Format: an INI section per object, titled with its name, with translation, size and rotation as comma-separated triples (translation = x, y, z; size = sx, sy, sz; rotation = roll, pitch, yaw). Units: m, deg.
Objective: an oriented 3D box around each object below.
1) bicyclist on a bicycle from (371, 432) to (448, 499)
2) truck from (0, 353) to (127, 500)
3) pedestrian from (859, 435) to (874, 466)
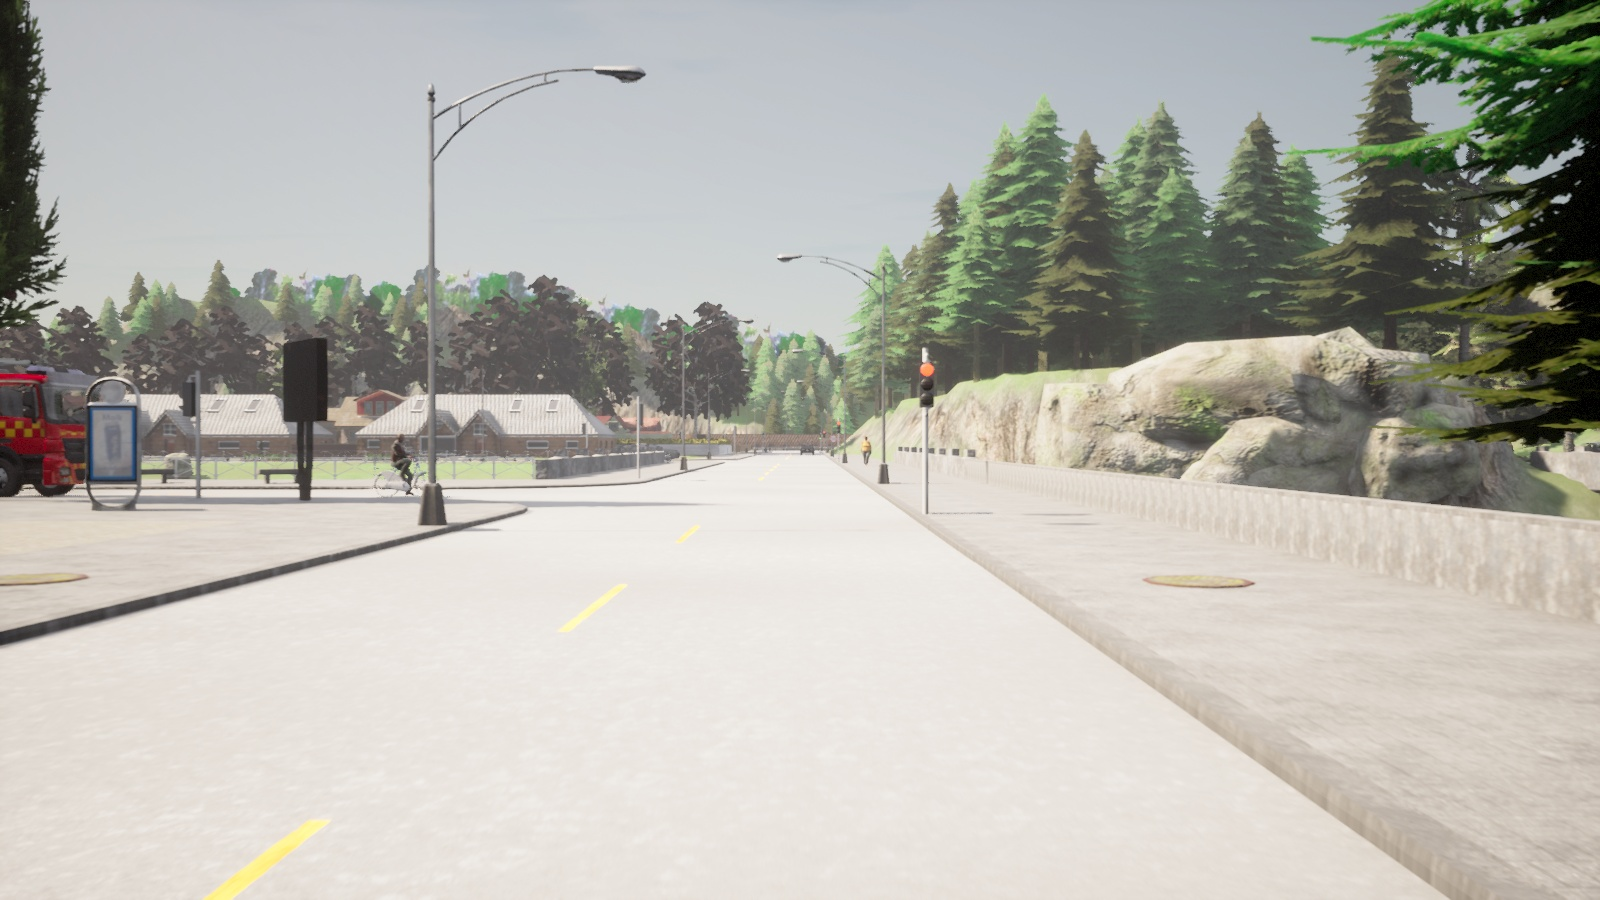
[bicyclist on a bicycle]
translation = -10.600, 0.415, 34.106
size = 1.843, 1.776, 0.659
rotation = 0, 1, 6
[truck]
translation = -23.376, -0.630, 34.293
size = 8.468, 3.827, 2.891
rotation = 0, 0, 0
[pedestrian]
translation = 3.979, 0.037, 74.998
size = 0.874, 1.855, 0.900
rotation = 0, 0, 0
